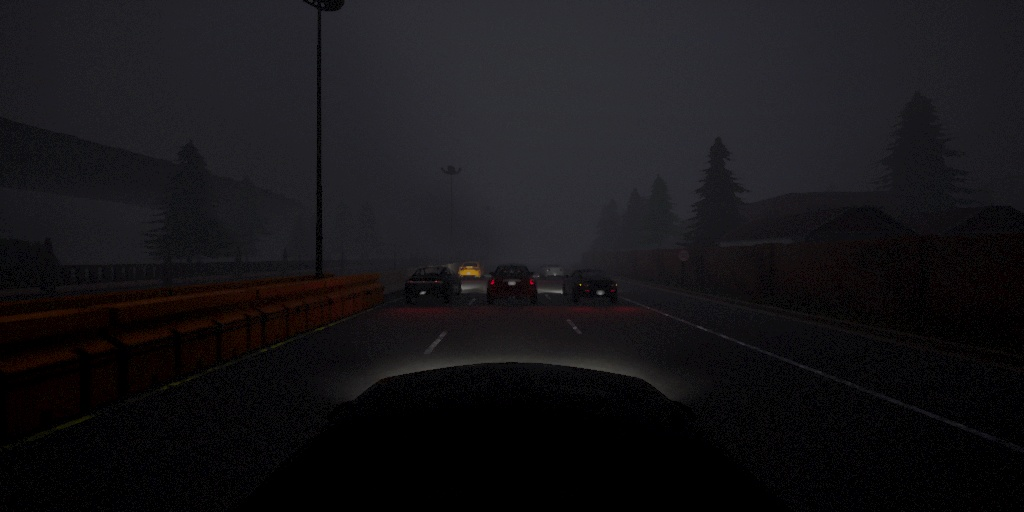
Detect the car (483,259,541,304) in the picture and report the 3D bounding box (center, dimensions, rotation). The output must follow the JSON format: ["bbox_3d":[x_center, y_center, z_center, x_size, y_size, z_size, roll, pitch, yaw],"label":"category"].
[{"bbox_3d":[0.000,1.116,16.470,2.097,1.767,4.553,0,0,0],"label":"car"}]

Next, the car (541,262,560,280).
[{"bbox_3d":[3.500,1.283,31.500,1.812,1.442,4.674,0,0,0],"label":"car"}]

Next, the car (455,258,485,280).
[{"bbox_3d":[-3.500,1.235,31.500,1.882,1.535,5.008,0,0,0],"label":"car"}]

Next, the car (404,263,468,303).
[{"bbox_3d":[-3.500,1.245,16.500,2.128,1.511,4.902,0,0,0],"label":"car"}]

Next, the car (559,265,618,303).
[{"bbox_3d":[3.500,1.283,16.500,1.812,1.442,4.674,0,0,0],"label":"car"}]
